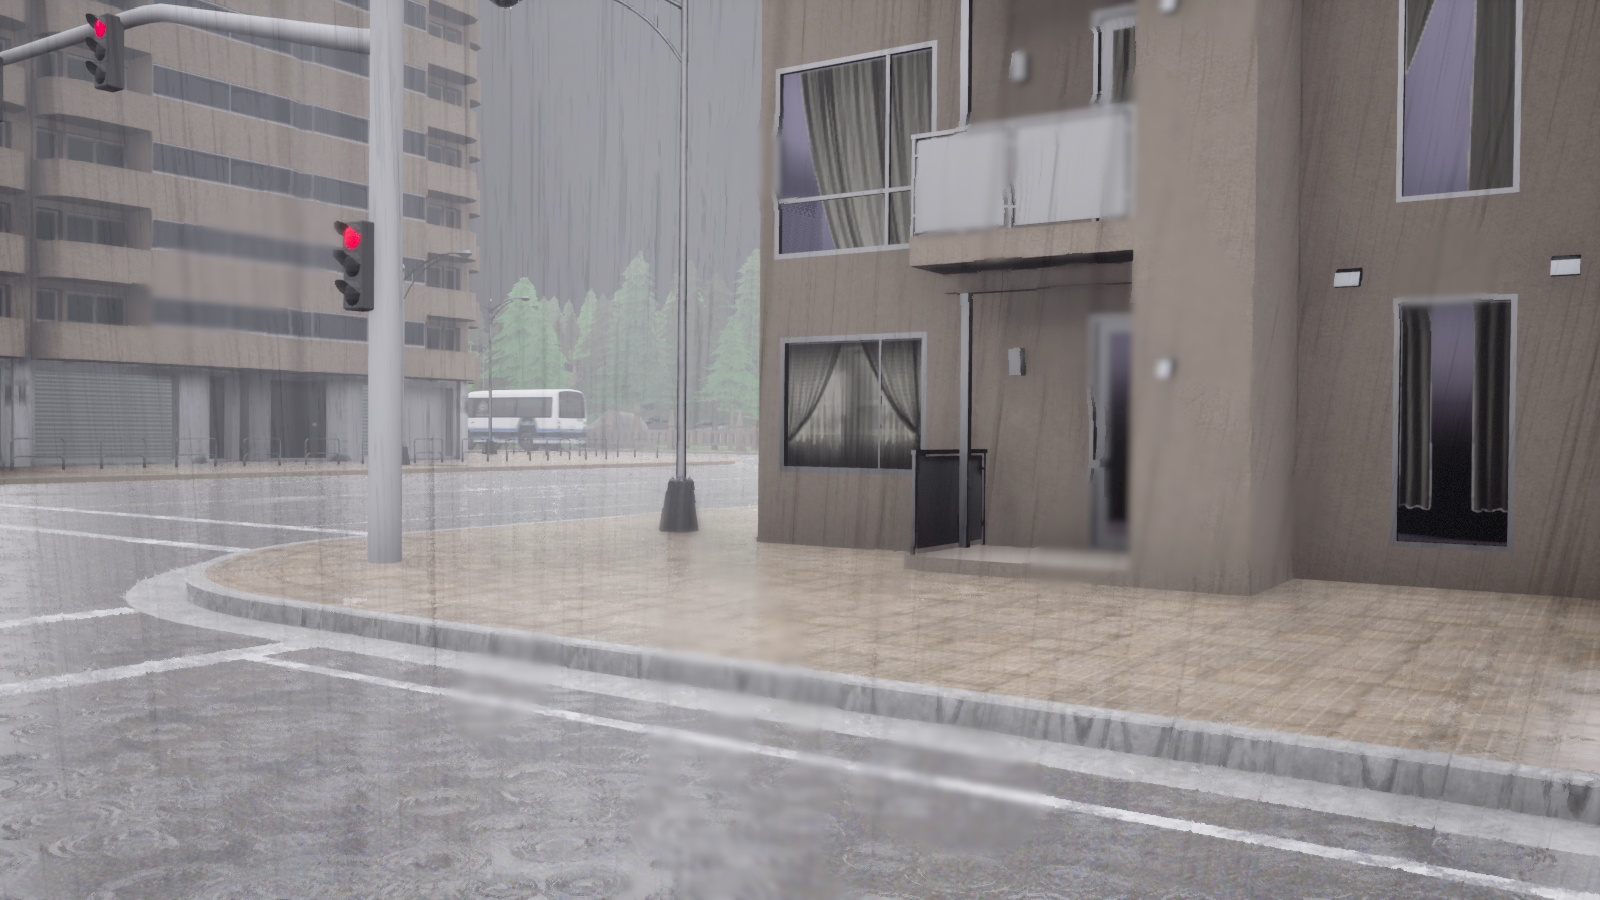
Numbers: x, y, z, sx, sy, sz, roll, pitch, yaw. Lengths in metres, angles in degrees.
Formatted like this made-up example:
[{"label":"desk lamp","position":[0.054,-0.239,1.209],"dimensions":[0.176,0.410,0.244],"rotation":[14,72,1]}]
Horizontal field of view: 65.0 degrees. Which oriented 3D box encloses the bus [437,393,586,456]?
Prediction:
[{"label":"bus","position":[-20.377,-1.725,88.570],"dimensions":[10.273,4.253,3.944],"rotation":[0,1,30]}]
